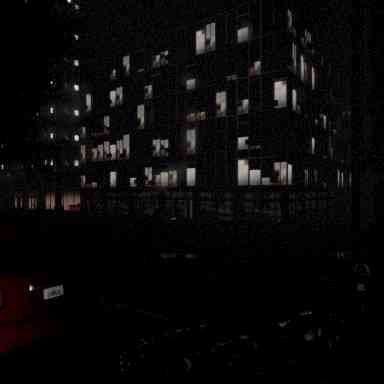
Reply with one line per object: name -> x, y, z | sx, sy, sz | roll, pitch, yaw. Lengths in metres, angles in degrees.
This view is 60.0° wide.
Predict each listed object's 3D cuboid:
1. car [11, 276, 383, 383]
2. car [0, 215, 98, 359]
car -> 0.850, 1.566, 2.272 | 4.313, 1.339, 1.947 | 0, 0, 36
car -> -3.645, 1.315, 5.481 | 5.009, 1.841, 2.192 | 0, 0, 36
